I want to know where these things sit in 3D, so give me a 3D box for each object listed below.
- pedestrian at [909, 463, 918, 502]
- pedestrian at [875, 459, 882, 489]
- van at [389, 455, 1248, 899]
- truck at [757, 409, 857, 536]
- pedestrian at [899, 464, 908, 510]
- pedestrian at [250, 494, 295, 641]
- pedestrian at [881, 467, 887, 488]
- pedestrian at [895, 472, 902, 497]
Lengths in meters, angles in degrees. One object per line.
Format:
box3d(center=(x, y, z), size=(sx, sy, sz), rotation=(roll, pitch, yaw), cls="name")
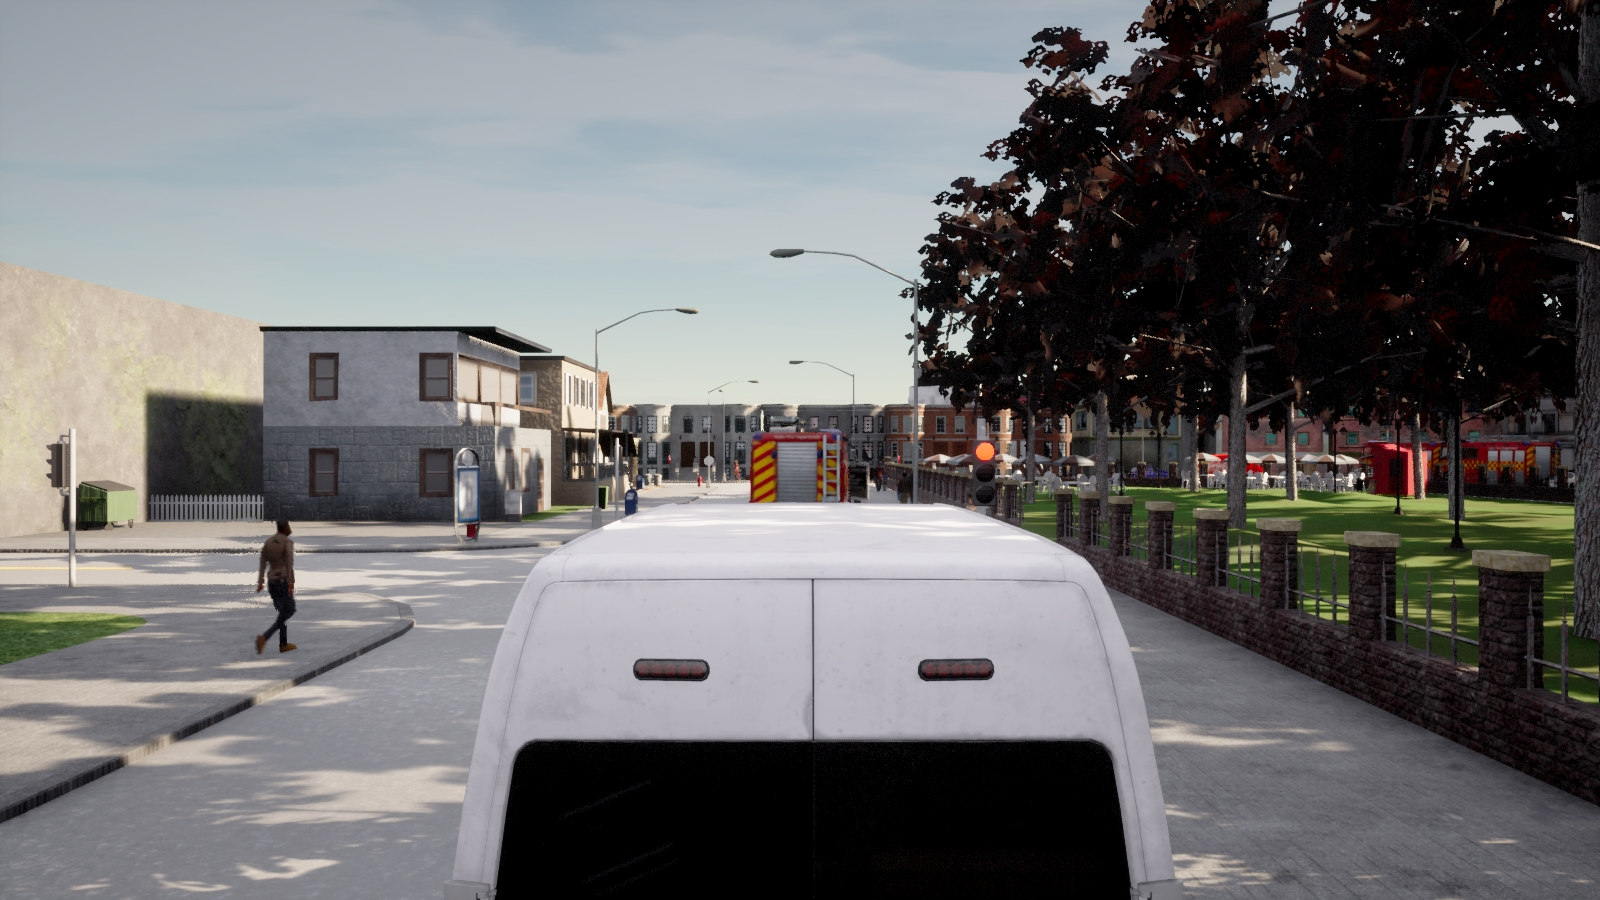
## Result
box3d(center=(5.361, 1.525, 53.906), size=(0.375, 1.860, 0.375), rotation=(0, 0, 2), cls="pedestrian")
box3d(center=(4.954, 1.525, 71.851), size=(0.375, 1.860, 0.375), rotation=(0, 0, -4), cls="pedestrian")
box3d(center=(0.036, 1.314, 5.605), size=(1.988, 2.561, 5.915), rotation=(0, 0, 0), cls="van")
box3d(center=(0.434, 0.670, 38.748), size=(2.891, 3.827, 8.468), rotation=(0, 0, 4), cls="truck")
box3d(center=(4.245, 1.525, 46.796), size=(0.375, 1.860, 0.375), rotation=(0, 0, 6), cls="pedestrian")
box3d(center=(-6.865, 1.517, 14.886), size=(0.375, 1.860, 0.375), rotation=(0, 0, 21), cls="pedestrian")
box3d(center=(5.517, 1.796, 74.682), size=(0.375, 1.300, 0.375), rotation=(0, 0, 1), cls="pedestrian")
box3d(center=(5.209, 1.805, 60.244), size=(0.375, 1.300, 0.375), rotation=(0, 0, 4), cls="pedestrian")
